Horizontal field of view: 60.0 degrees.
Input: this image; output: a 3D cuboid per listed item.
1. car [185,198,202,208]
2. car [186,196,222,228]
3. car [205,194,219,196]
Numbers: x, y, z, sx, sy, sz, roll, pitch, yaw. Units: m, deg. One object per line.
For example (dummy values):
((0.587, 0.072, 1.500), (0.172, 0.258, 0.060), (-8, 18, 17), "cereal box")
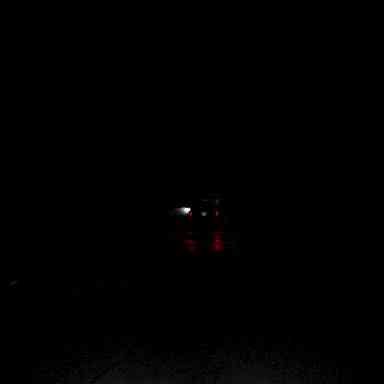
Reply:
((0.280, 1.628, 49.551), (1.895, 1.301, 4.718), (0, 0, 8), "car")
((0.855, 1.378, 22.315), (2.097, 1.767, 4.553), (0, 0, 3), "car")
((2.529, 1.261, 41.959), (2.150, 2.045, 5.566), (0, 0, 6), "car")
